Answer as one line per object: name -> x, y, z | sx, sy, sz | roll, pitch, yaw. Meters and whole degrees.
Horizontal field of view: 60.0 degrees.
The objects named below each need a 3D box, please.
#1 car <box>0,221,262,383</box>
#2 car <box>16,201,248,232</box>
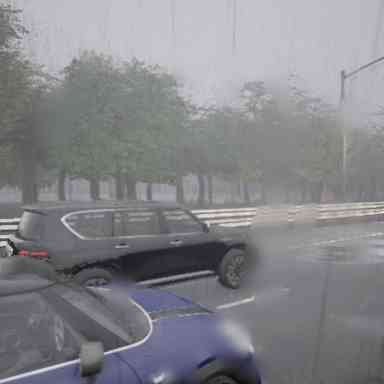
car -> -1.551, 1.350, 2.640 | 4.553, 1.767, 2.097 | 0, 0, -36
car -> -0.992, 1.206, 7.338 | 5.566, 2.045, 2.150 | 0, 0, -35
